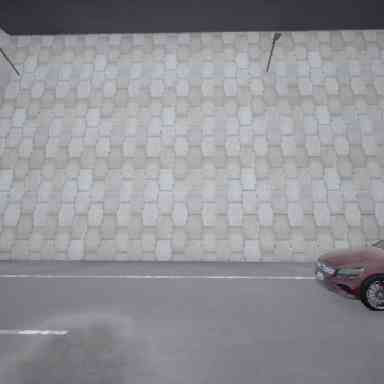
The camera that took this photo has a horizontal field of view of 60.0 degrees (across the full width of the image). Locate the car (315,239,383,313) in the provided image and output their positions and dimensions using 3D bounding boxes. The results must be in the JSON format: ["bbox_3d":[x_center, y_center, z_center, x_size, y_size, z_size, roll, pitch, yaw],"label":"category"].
[{"bbox_3d":[5.065,1.526,7.012,4.674,1.442,1.812,0,0,1],"label":"car"}]
